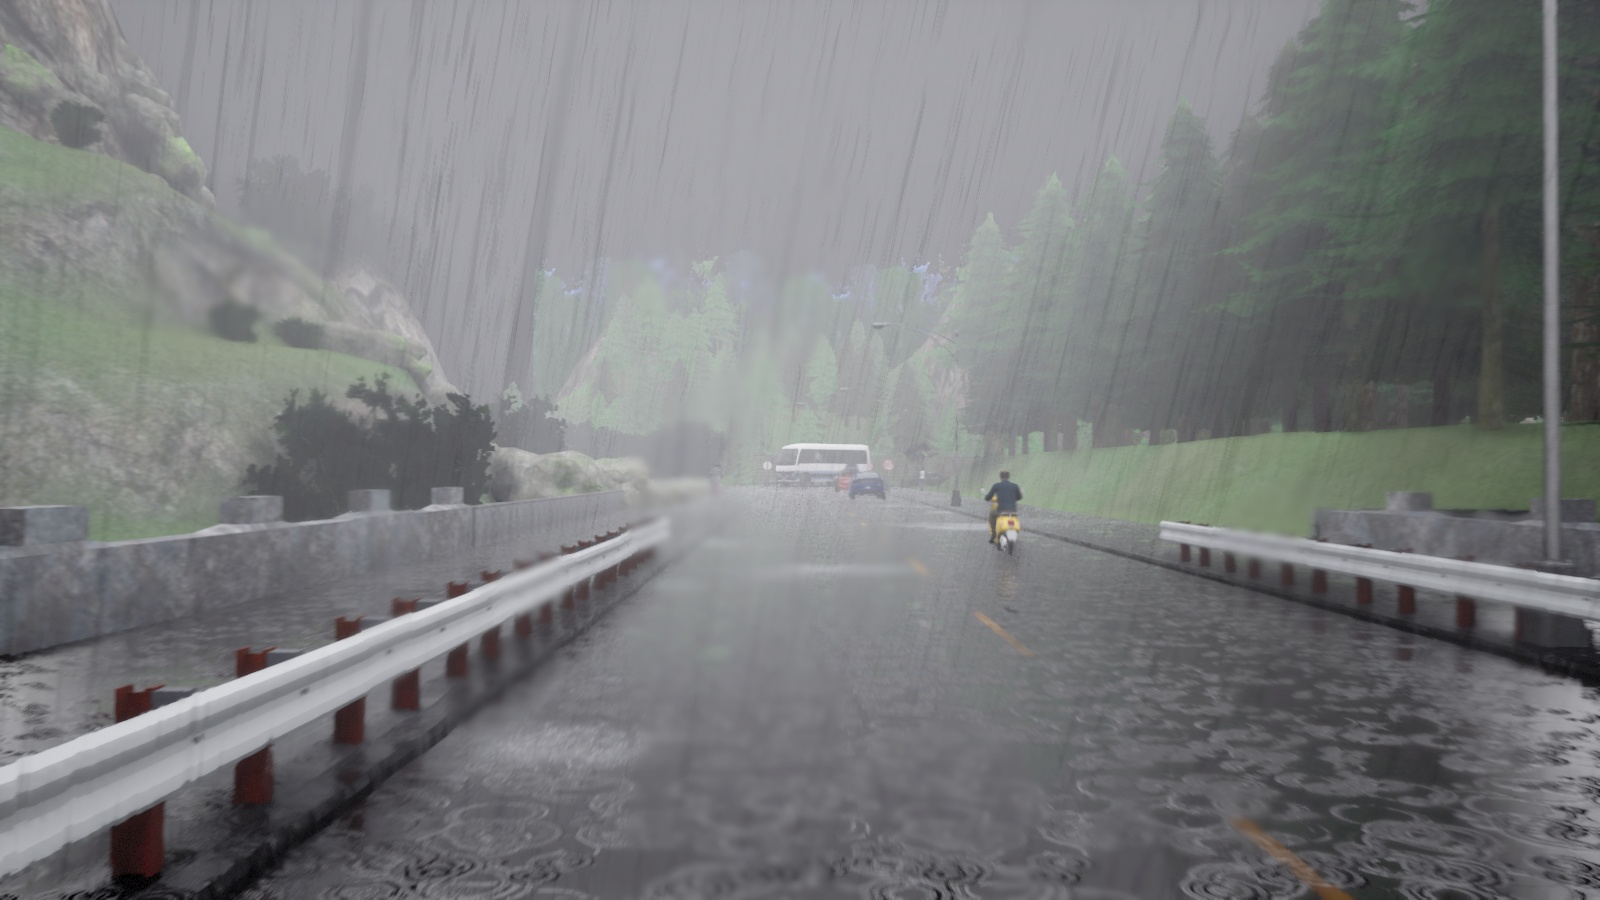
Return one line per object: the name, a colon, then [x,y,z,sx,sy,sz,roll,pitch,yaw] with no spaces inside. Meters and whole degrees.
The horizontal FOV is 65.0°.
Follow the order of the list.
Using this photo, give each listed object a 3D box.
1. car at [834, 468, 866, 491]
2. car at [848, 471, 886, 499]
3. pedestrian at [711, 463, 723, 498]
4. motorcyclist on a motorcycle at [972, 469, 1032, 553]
car: [3.756,2.221,94.600,2.242,1.667,4.611,0,-1,0]
car: [3.816,1.980,72.151,1.882,1.535,5.008,0,-1,0]
pedestrian: [-4.662,1.724,70.791,0.659,1.952,0.873,0,-1,-3]
motorcyclist on a motorcycle: [3.938,1.163,24.615,0.866,1.590,1.817,0,-1,0]
